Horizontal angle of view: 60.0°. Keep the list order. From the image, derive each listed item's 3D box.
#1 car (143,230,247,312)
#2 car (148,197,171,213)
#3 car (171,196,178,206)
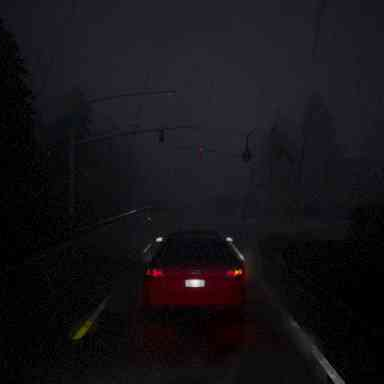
[{"bbox_3d":[0.056,1.564,7.815,1.994,1.385,4.181,0,0,0],"label":"car"},{"bbox_3d":[-3.696,1.505,36.715,1.837,1.490,4.892,0,0,0],"label":"car"},{"bbox_3d":[-3.728,1.525,53.493,1.812,1.442,4.674,0,0,0],"label":"car"}]
